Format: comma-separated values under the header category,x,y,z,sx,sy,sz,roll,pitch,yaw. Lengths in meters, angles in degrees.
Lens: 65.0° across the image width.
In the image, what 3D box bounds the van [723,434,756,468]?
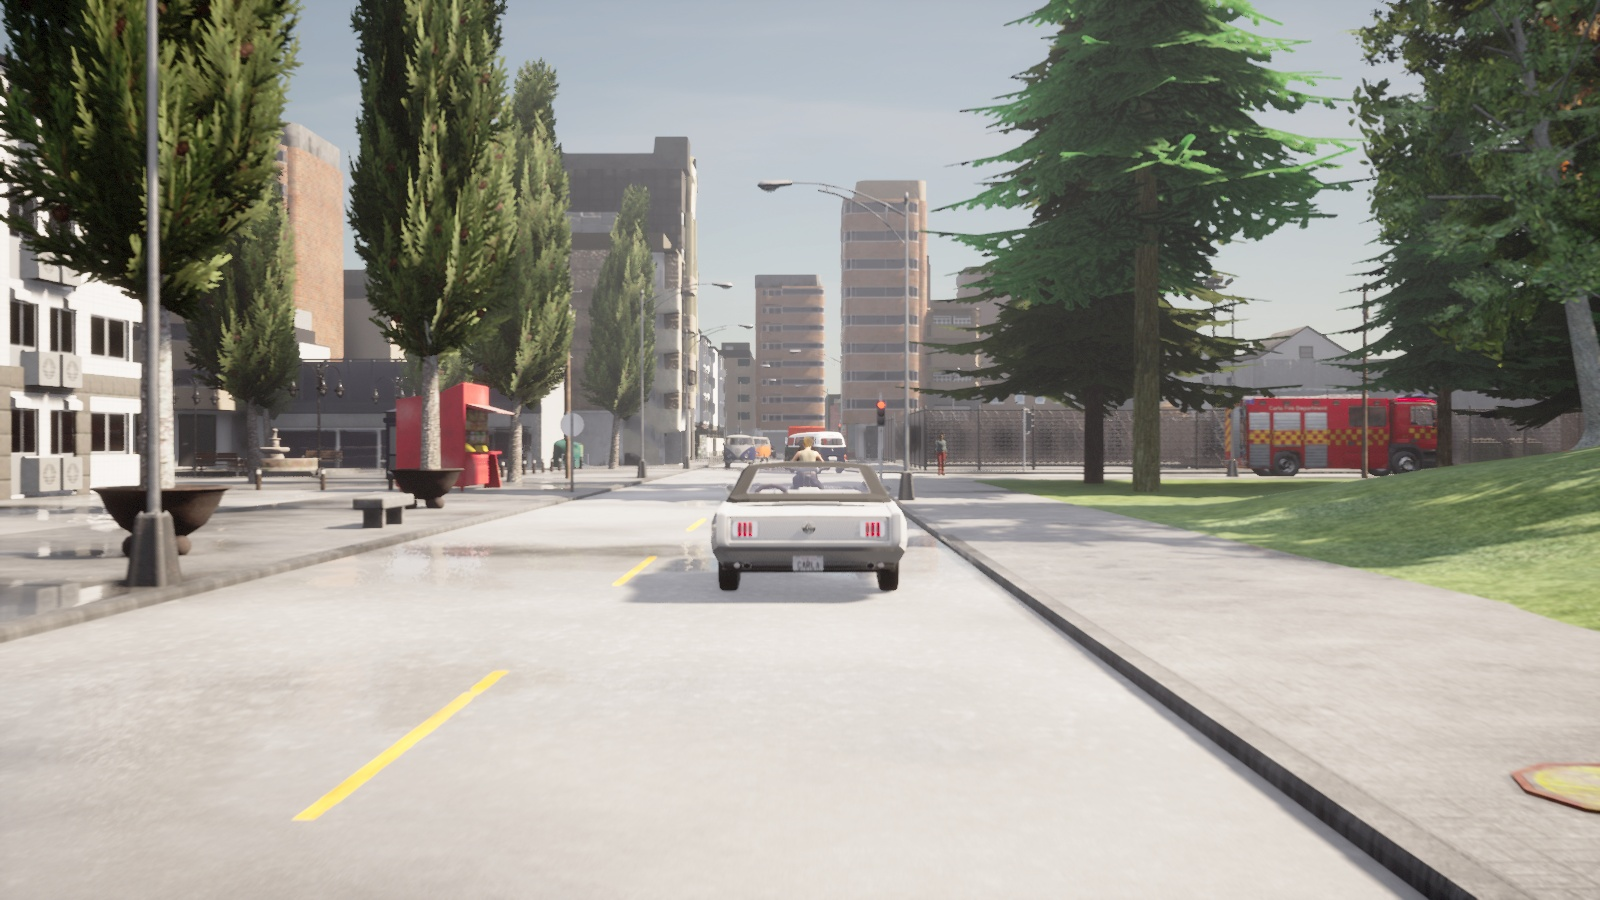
category,x,y,z,sx,sy,sz,roll,pitch,yaw
van,-3.643,0.075,75.719,1.775,1.987,4.442,0,0,0

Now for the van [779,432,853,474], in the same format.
category,x,y,z,sx,sy,sz,roll,pitch,yaw
van,0.750,0.125,62.241,2.069,2.038,4.480,0,0,-23

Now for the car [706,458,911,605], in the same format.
category,x,y,z,sx,sy,sz,roll,pitch,yaw
car,0.093,0.769,13.945,1.895,1.301,4.718,0,0,0

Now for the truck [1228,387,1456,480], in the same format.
category,x,y,z,sx,sy,sz,roll,pitch,yaw
truck,22.989,-0.698,53.616,8.468,3.827,2.891,0,0,0

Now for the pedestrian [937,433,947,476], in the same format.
category,x,y,z,sx,sy,sz,roll,pitch,yaw
pedestrian,6.209,0.197,54.971,0.353,1.847,0.614,0,0,1

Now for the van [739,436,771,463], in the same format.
category,x,y,z,sx,sy,sz,roll,pitch,yaw
van,-3.466,-0.046,97.365,1.775,1.987,4.442,0,0,7

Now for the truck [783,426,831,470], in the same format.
category,x,y,z,sx,sy,sz,roll,pitch,yaw
truck,0.359,-0.137,72.675,2.627,2.467,5.204,0,1,-1

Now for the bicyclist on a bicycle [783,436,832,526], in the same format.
category,x,y,z,sx,sy,sz,roll,pitch,yaw
bicyclist on a bicycle,0.139,0.554,23.217,0.866,1.612,1.509,0,0,1
